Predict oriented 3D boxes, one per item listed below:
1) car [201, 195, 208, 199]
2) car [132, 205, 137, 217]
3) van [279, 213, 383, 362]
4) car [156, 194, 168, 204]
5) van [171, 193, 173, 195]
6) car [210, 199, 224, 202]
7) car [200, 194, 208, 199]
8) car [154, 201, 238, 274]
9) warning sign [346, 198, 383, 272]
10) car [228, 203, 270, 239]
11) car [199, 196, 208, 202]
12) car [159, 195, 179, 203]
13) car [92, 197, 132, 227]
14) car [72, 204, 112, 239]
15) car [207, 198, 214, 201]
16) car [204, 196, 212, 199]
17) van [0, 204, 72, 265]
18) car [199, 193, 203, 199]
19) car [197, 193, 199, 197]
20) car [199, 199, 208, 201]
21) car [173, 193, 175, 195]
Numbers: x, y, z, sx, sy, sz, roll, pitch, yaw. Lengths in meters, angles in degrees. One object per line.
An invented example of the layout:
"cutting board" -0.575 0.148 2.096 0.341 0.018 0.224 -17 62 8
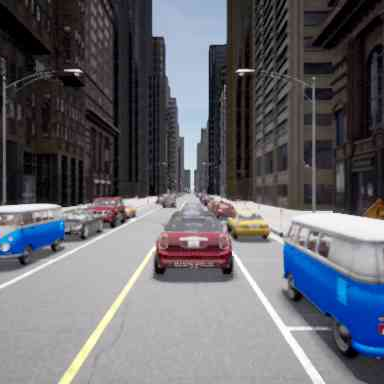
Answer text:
"car" 2.734 1.536 50.691 1.947 1.339 4.313 0 0 0
"car" -5.778 1.505 28.029 1.752 1.417 4.829 0 0 0
"van" 2.759 1.336 5.740 1.690 1.788 3.998 0 0 0
"car" -5.797 1.550 61.908 1.802 1.307 4.206 0 0 0
"van" -5.803 1.307 73.145 1.690 1.788 3.998 0 0 0
"car" 2.747 1.561 28.216 1.802 1.307 4.206 0 0 0
"car" 2.731 1.513 56.310 1.887 1.381 4.507 0 0 0
"car" 0.053 1.343 10.637 2.097 1.767 4.553 0 0 0
"warning sign" 5.062 1.108 8.990 1.300 1.860 1.060 0 0 0
"car" 2.753 1.512 17.148 1.752 1.417 4.829 0 0 0
"car" 2.719 1.531 78.785 1.947 1.339 4.313 0 0 0
"car" -3.115 1.476 45.989 1.837 1.490 4.892 0 0 0
"car" -5.775 1.298 22.580 2.192 1.841 5.009 0 0 0
"car" -5.772 1.538 16.961 2.008 1.369 4.403 0 0 0
"car" 2.744 1.557 33.834 1.802 1.307 4.206 0 0 0
"car" 2.740 1.497 39.623 1.752 1.417 4.829 0 0 0
"van" -5.769 1.332 11.343 1.690 1.788 3.998 0 0 0
"car" 2.728 1.408 61.928 1.967 1.590 4.097 0 0 0
"car" 2.722 1.281 73.166 2.192 1.841 5.009 0 0 0
"car" 0.048 1.528 26.283 2.033 1.411 5.357 0 0 0
"car" -5.806 1.510 78.764 1.887 1.381 4.507 0 0 0
